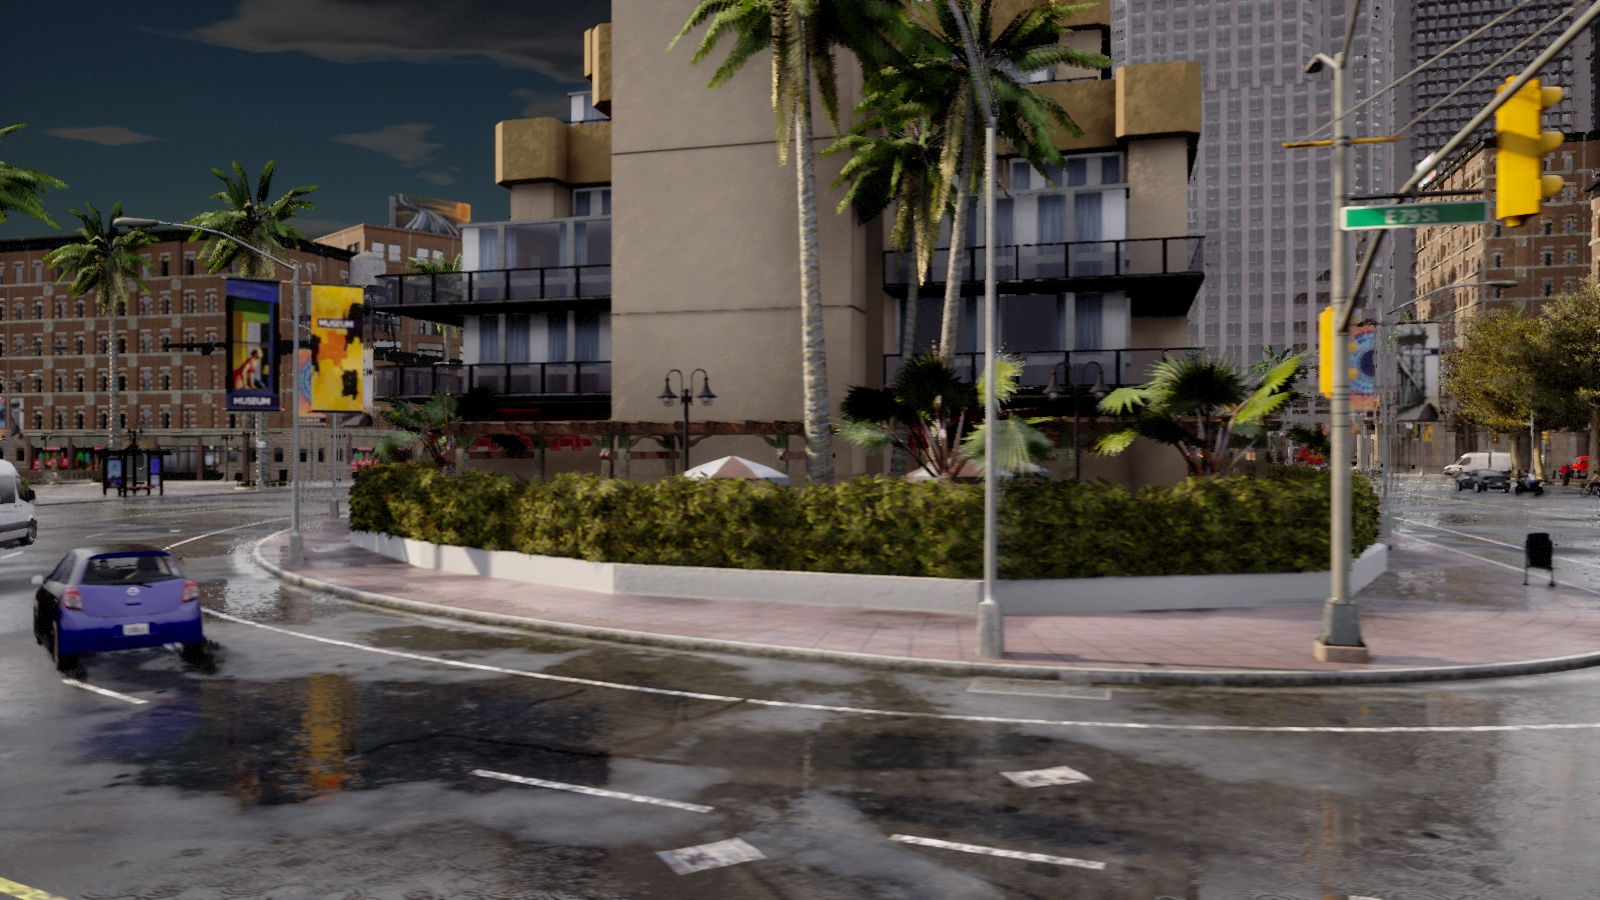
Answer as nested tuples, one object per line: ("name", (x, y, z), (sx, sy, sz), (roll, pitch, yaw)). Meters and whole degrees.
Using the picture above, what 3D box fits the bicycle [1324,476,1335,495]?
("bicycle", (33.425, 2.220, 72.109), (0.329, 1.171, 1.835), (0, 0, 15))

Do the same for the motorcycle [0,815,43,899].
("motorcycle", (-4.424, 2.213, 5.130), (2.033, 1.145, 0.803), (1, 0, 27))

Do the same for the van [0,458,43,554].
("van", (-23.080, 1.541, 31.824), (1.988, 2.561, 5.915), (0, 0, -20))

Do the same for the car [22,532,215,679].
("car", (-9.561, 2.042, 15.915), (1.845, 1.501, 3.633), (0, 0, -38))
